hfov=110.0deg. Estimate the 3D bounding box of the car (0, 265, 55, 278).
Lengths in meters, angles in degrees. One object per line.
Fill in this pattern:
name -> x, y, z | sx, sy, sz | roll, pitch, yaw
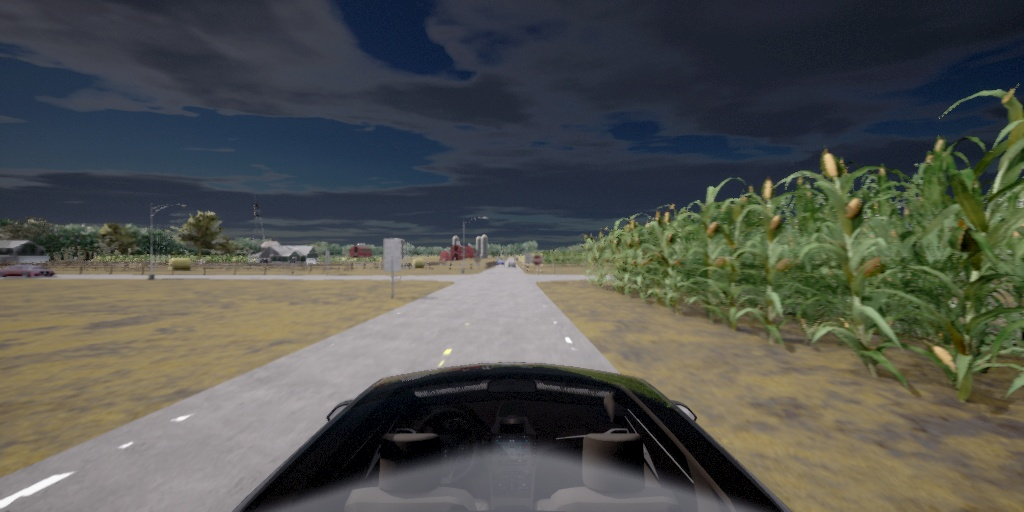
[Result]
car -> -51.888, 1.630, 38.315 | 4.181, 1.385, 1.994 | 0, 1, 0
